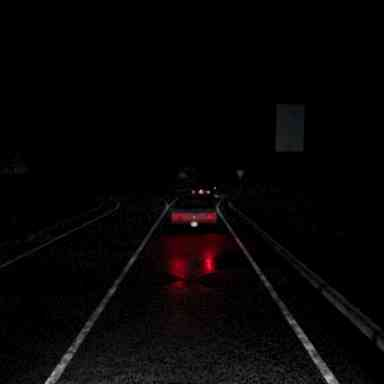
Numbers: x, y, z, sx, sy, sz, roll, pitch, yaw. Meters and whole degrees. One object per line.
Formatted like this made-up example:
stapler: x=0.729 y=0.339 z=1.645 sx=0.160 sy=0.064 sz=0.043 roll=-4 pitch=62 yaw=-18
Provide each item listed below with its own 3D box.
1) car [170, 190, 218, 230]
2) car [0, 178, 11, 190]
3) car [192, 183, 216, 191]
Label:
car: x=0.092 y=0.840 z=15.182 sx=1.895 sy=1.301 sz=4.718 roll=0 pitch=3 yaw=0
car: x=-24.104 y=-1.047 z=39.925 sx=5.008 sy=1.535 sz=1.882 roll=-2 pitch=6 yaw=-38
car: x=1.036 y=-0.094 z=29.516 sx=2.033 sy=1.411 sz=5.357 roll=0 pitch=3 yaw=7
